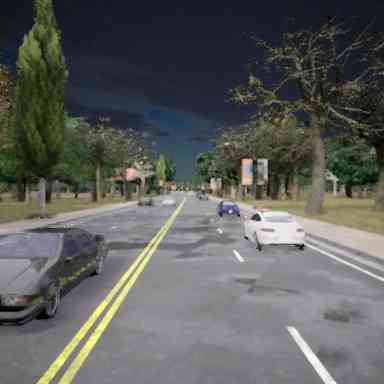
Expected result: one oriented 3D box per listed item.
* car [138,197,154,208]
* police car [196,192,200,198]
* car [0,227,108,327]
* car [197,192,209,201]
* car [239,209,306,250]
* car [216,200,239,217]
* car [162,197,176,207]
[{"bbox_3d":[-6.693,1.421,48.508,1.882,1.535,5.008,0,0,0],"label":"car"},{"bbox_3d":[2.845,1.299,89.155,1.930,1.638,5.238,0,0,-1],"label":"police car"},{"bbox_3d":[-3.351,1.540,7.539,2.033,1.411,5.357,0,0,0],"label":"car"},{"bbox_3d":[2.940,1.389,78.041,2.128,1.511,4.902,0,0,0],"label":"car"},{"bbox_3d":[3.340,1.511,14.084,1.812,1.442,4.674,0,0,0],"label":"car"},{"bbox_3d":[3.301,1.492,30.816,1.812,1.442,4.674,0,0,0],"label":"car"},{"bbox_3d":[-3.445,1.467,49.839,1.812,1.442,4.674,0,0,0],"label":"car"}]
